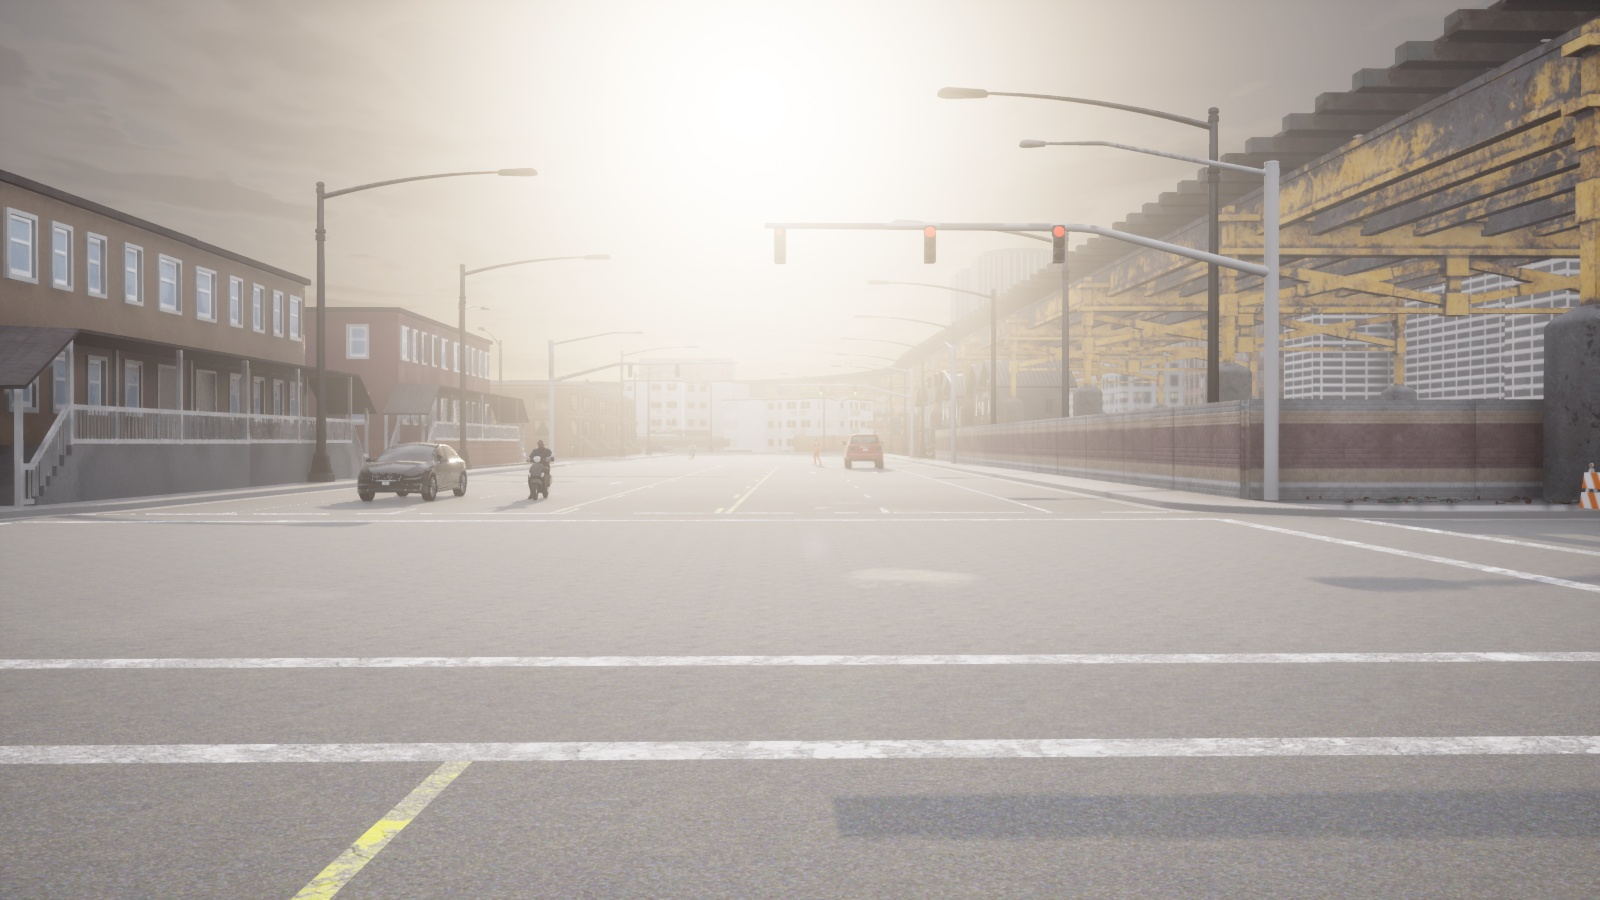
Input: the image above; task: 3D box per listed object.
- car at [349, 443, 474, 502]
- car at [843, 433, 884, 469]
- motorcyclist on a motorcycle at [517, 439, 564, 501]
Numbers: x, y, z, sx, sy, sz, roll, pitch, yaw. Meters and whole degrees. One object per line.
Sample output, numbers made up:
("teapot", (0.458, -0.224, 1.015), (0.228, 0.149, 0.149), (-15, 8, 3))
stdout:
("car", (-10.382, 0.552, 33.928), (1.837, 1.490, 4.892), (0, 0, 0))
("car", (3.735, 0.052, 74.290), (2.150, 2.045, 5.566), (0, 1, 0))
("motorcyclist on a motorcycle", (-6.884, 0.506, 33.335), (0.866, 1.590, 1.817), (0, 0, 0))
